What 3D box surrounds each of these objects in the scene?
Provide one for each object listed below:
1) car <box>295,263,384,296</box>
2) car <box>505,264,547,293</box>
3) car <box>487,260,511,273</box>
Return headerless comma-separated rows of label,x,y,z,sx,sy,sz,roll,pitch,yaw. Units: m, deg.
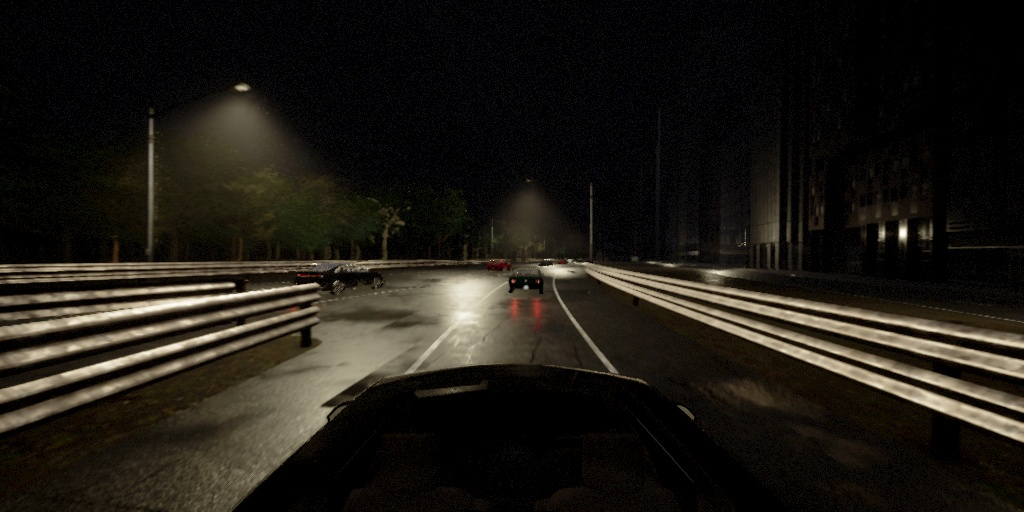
car,-8.598,1.111,18.376,2.128,1.511,4.902,0,0,16
car,0.893,1.344,20.753,1.895,1.301,4.718,0,0,5
car,-1.434,1.215,43.018,1.882,1.535,5.008,1,0,16
